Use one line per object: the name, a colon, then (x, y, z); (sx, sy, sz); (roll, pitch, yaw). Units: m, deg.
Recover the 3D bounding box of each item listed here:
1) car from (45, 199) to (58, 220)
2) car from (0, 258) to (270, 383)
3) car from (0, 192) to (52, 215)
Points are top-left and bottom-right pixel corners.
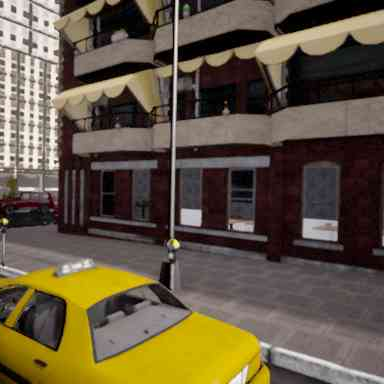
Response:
car: (-7.624, 1.393, 23.673); (1.887, 1.381, 4.507); (2, 1, 36)
car: (-1.555, 1.473, 3.974); (4.829, 1.417, 1.752); (1, 1, 36)
car: (-14.407, 0.922, 28.580); (2.192, 1.841, 5.009); (2, 1, 36)
